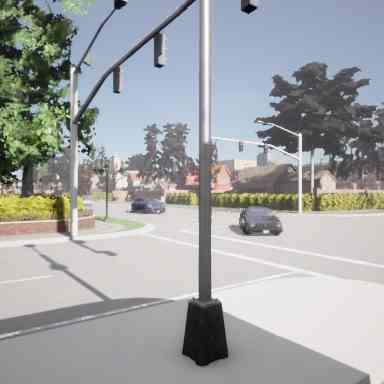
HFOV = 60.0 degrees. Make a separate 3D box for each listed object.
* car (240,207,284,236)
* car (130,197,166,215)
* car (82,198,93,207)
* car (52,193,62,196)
[{"bbox_3d":[3.780,1.547,18.861,2.033,1.411,5.357,0,0,3],"label":"car"},{"bbox_3d":[-4.585,1.352,34.423,2.097,1.767,4.553,0,0,-36],"label":"car"},{"bbox_3d":[-16.833,1.601,51.359,1.895,1.301,4.718,0,0,-36],"label":"car"},{"bbox_3d":[-25.837,0.969,63.954,2.097,1.767,4.553,0,0,-36],"label":"car"}]
